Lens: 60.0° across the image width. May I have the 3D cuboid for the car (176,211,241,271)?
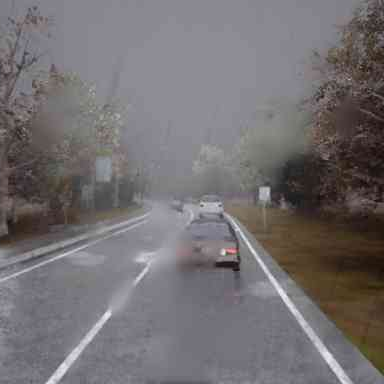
[{"bbox_3d":[0.583,1.589,11.059,2.033,1.411,5.357,0,0,4],"label":"car"}]

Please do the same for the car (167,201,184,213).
[{"bbox_3d":[-1.895,1.705,39.038,2.033,1.411,5.357,0,0,-1],"label":"car"}]

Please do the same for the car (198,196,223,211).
[{"bbox_3d":[1.747,1.357,31.473,2.150,2.045,5.566,0,0,2],"label":"car"}]
